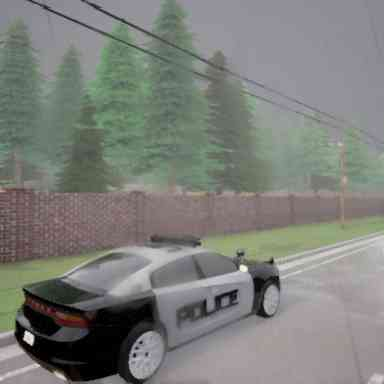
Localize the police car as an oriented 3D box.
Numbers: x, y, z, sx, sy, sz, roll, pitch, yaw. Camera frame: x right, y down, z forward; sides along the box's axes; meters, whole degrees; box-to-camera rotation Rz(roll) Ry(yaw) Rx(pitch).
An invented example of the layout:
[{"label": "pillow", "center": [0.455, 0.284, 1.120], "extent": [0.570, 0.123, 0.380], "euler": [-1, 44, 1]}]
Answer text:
[{"label": "police car", "center": [-0.178, 1.573, 5.871], "extent": [1.930, 1.638, 5.238], "euler": [-1, -2, 43]}]
